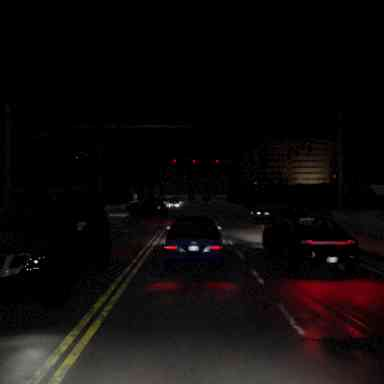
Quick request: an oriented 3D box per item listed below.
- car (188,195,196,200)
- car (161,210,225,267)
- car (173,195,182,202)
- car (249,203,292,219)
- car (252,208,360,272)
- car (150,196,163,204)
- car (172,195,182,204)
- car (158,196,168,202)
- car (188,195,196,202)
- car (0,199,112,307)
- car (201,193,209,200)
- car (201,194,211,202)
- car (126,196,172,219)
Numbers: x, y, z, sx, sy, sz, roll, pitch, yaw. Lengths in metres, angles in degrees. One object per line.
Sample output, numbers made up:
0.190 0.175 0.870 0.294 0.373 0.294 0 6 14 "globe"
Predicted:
-0.038 1.497 90.832 1.994 1.385 4.181 0 0 0 "car"
0.061 1.557 11.401 2.033 1.411 5.357 0 0 0 "car"
-3.534 1.584 81.758 2.128 1.511 4.902 0 0 0 "car"
6.532 1.568 25.550 2.033 1.411 5.357 0 0 44 "car"
3.558 1.500 10.815 2.128 1.511 4.902 0 0 0 "car"
-7.038 1.553 66.264 2.128 1.511 4.902 0 0 0 "car"
-3.533 1.652 66.218 1.895 1.301 4.718 0 0 0 "car"
-7.034 1.598 81.764 2.033 1.411 5.357 0 0 0 "car"
-0.033 1.595 80.559 2.033 1.411 5.357 0 0 0 "car"
-3.589 1.227 8.336 2.150 2.045 5.566 0 0 0 "car"
3.462 1.300 90.806 2.097 1.767 4.553 0 0 0 "car"
3.466 1.409 80.850 2.097 1.767 4.553 0 0 0 "car"
-4.183 1.376 30.106 2.097 1.767 4.553 0 0 -39 "car"
